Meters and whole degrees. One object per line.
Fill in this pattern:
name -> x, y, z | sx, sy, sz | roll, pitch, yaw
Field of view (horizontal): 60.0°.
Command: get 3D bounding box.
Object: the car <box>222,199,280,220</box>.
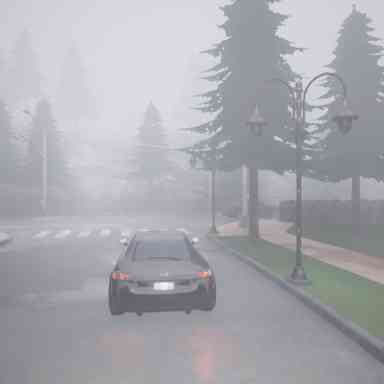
car -> 4.762, 1.344, 25.945 | 4.892, 1.490, 1.837 | 0, 0, -12

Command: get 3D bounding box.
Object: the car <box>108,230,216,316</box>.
car -> -0.724, 1.563, 7.631 | 1.994, 1.385, 4.181 | 0, 0, -7
